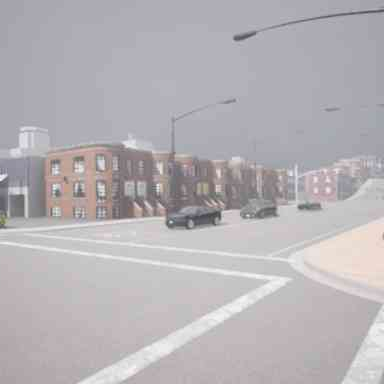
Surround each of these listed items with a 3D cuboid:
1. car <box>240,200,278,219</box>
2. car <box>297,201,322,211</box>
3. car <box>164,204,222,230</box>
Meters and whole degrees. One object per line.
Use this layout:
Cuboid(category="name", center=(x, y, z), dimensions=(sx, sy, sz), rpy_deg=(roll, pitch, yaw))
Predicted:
Cuboid(category="car", center=(6.311, 1.532, 31.333), dimensions=(2.097, 1.767, 4.553), rpy_deg=(-1, -1, 37))
Cuboid(category="car", center=(15.251, 1.774, 43.153), dimensions=(1.895, 1.301, 4.718), rpy_deg=(-1, -1, 37))
Cuboid(category="car", center=(0.162, 1.662, 23.170), dimensions=(1.882, 1.535, 5.008), rpy_deg=(-1, -1, 37))
